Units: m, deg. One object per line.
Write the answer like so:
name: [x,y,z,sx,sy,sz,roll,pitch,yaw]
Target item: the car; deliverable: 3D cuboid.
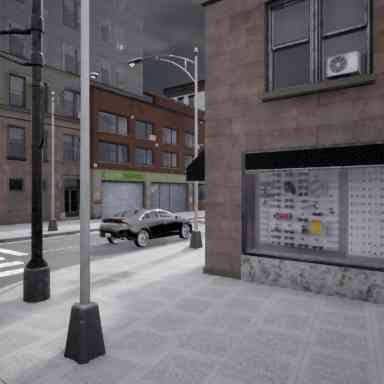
car: [-1.869,1.459,14.943,2.128,1.511,4.902,0,0,35]
